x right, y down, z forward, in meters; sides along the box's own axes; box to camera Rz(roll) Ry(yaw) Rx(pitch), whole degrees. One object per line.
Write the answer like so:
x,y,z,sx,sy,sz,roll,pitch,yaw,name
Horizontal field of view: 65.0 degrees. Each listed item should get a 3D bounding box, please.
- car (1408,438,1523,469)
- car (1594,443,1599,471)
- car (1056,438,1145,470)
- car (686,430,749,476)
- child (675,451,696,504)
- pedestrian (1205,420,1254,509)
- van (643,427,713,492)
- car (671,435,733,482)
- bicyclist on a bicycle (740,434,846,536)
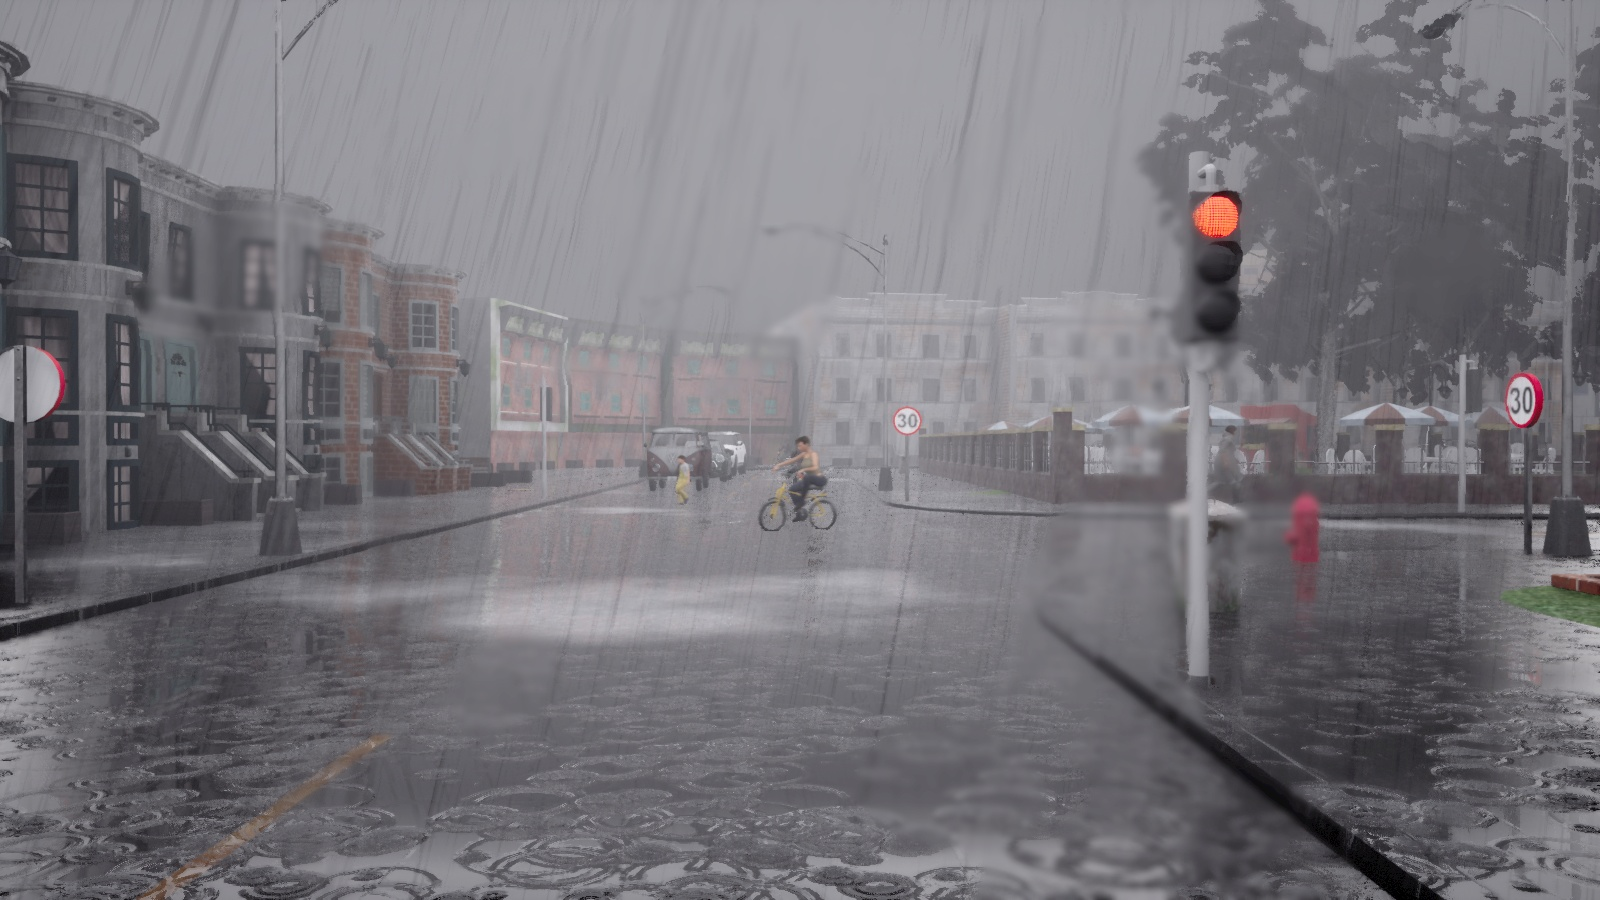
35.729,0.173,67.509,5.027,1.651,2.152,0,0,0,car
45.081,0.380,67.495,3.705,1.549,1.789,0,0,0,car
17.077,0.215,71.539,4.553,1.767,2.097,0,0,0,car
-3.837,0.127,59.414,2.150,2.045,5.566,0,0,5,car
-2.760,0.647,30.204,0.437,1.263,0.270,0,0,-33,child
9.514,0.307,27.819,0.873,1.952,0.659,0,0,2,pedestrian
-3.858,0.268,40.407,1.775,1.987,4.442,0,0,0,van
-3.842,0.321,49.766,2.097,1.767,4.553,0,0,0,car
-0.113,0.564,21.070,1.509,1.612,0.866,0,3,-29,bicyclist on a bicycle
